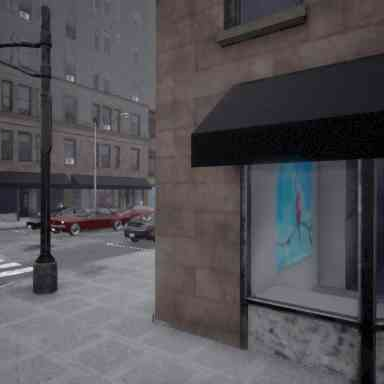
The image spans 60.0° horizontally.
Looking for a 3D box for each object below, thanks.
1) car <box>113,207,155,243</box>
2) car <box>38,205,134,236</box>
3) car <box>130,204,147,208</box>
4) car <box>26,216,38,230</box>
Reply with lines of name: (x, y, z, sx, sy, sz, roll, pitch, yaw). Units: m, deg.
car: (-1.253, 1.573, 15.686, 2.008, 1.369, 4.403, 0, 0, 35)
car: (-5.797, 1.606, 18.767, 1.895, 1.301, 4.718, 0, 0, 35)
car: (-4.503, 1.583, 24.966, 1.802, 1.307, 4.206, 0, 0, 35)
car: (-7.795, 1.563, 20.335, 1.947, 1.339, 4.313, 0, 0, 35)
